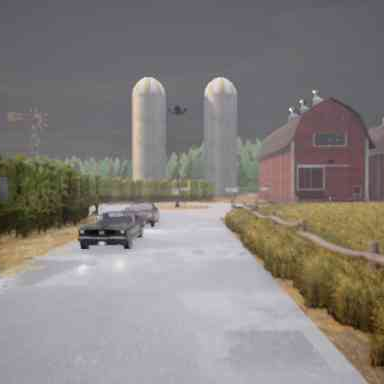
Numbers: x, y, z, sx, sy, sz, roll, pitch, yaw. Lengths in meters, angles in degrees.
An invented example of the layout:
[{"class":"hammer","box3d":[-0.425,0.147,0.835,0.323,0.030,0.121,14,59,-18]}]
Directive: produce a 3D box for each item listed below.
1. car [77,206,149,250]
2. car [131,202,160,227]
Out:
[{"class":"car","box3d":[-3.178,1.489,13.962,1.895,1.301,4.718,0,1,0]},{"class":"car","box3d":[-3.126,1.358,21.268,1.812,1.442,4.674,0,1,0]}]
